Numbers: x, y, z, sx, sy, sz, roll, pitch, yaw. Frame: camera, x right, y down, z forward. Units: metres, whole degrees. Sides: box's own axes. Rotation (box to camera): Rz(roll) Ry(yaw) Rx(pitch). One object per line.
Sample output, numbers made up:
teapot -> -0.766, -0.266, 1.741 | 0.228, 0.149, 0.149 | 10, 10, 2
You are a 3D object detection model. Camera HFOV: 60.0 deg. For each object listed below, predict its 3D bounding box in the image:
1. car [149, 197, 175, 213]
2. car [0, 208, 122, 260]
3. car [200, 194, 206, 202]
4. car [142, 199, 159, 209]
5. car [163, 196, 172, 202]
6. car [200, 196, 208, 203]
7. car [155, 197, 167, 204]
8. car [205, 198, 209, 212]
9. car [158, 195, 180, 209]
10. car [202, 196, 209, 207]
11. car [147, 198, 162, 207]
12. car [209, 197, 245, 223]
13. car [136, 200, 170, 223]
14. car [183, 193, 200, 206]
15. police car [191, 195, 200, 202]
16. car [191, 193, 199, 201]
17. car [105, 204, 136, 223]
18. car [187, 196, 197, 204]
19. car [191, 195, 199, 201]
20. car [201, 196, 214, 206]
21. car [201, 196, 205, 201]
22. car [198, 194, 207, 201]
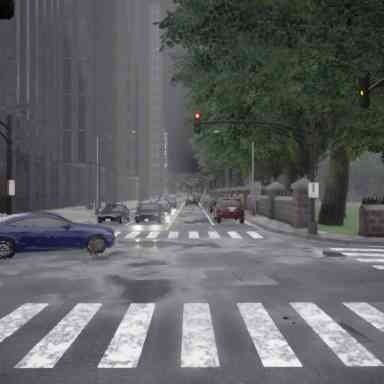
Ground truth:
car -> -3.132, 1.547, 35.261 | 1.812, 1.442, 4.674 | 0, 0, 0
car -> -5.119, 1.461, 11.811 | 4.674, 1.442, 1.812 | 1, 0, -24
car -> 2.694, 1.481, 52.407 | 1.967, 1.590, 4.097 | 0, 0, 0
car -> -5.824, 1.616, 46.932 | 1.802, 1.307, 4.206 | 0, 0, 0
car -> -5.868, 1.620, 79.674 | 1.887, 1.381, 4.507 | 0, 0, 0
car -> 2.664, 1.592, 74.403 | 1.752, 1.417, 4.829 | 0, 0, 0
car -> -5.846, 1.635, 63.303 | 1.802, 1.307, 4.206 | 0, 0, 0
car -> 2.716, 1.588, 36.037 | 1.947, 1.339, 4.313 | 0, 0, 0
car -> -3.148, 1.525, 46.703 | 2.128, 1.511, 4.902 | 0, 0, 0
car -> 2.708, 1.579, 41.493 | 2.008, 1.369, 4.403 | 0, 0, 0
car -> -5.831, 1.622, 52.389 | 1.802, 1.307, 4.206 | 0, 0, 0
car -> 2.730, 1.326, 25.125 | 2.192, 1.841, 5.009 | 0, 0, 0
car -> -3.134, 1.559, 25.623 | 2.033, 1.411, 5.357 | 0, 0, 0
car -> -0.021, 1.396, 55.188 | 2.097, 1.767, 4.553 | 0, 0, 0
police car -> 0.800, 1.495, 75.888 | 1.930, 1.638, 5.238 | 0, 0, 0
car -> 0.779, 1.319, 91.808 | 2.150, 2.045, 5.566 | 0, 0, 0
car -> -5.795, 1.576, 25.104 | 1.947, 1.339, 4.313 | 0, 0, 0
car -> -0.086, 1.533, 65.242 | 1.882, 1.535, 5.008 | 0, 0, 0
car -> 0.786, 1.591, 85.778 | 1.837, 1.490, 4.892 | 0, 0, 0
car -> 2.687, 1.487, 57.863 | 1.967, 1.590, 4.097 | 0, 0, 0
car -> 2.701, 1.585, 46.950 | 2.008, 1.369, 4.403 | 0, 0, 0
car -> 2.650, 1.399, 85.146 | 2.192, 1.841, 5.009 | 0, 0, 0
